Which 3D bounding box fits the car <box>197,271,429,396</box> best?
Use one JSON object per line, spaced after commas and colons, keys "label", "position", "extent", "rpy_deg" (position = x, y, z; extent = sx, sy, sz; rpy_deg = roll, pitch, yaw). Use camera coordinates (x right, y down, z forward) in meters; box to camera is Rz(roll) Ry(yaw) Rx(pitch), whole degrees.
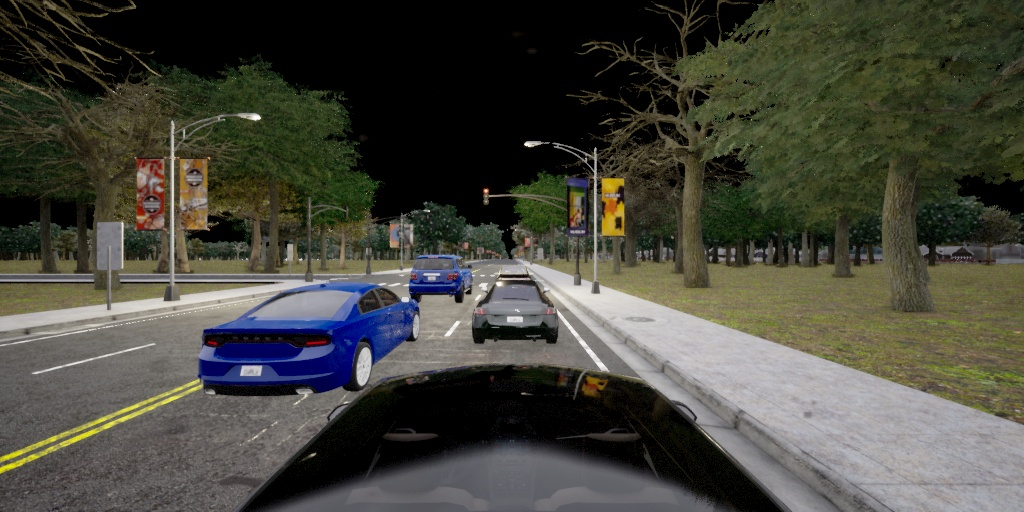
{"label": "car", "position": [-3.150, 1.228, 6.782], "extent": [1.882, 1.535, 5.008], "rpy_deg": [0, 0, 0]}

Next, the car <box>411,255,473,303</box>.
{"label": "car", "position": [-3.152, 0.974, 16.768], "extent": [2.150, 2.045, 5.566], "rpy_deg": [0, 0, 0]}

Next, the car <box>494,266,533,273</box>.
{"label": "car", "position": [0.098, 1.244, 18.510], "extent": [2.128, 1.511, 4.902], "rpy_deg": [0, 0, 0]}

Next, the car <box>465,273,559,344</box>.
{"label": "car", "position": [0.093, 1.315, 9.608], "extent": [1.994, 1.385, 4.181], "rpy_deg": [0, 0, 1]}
